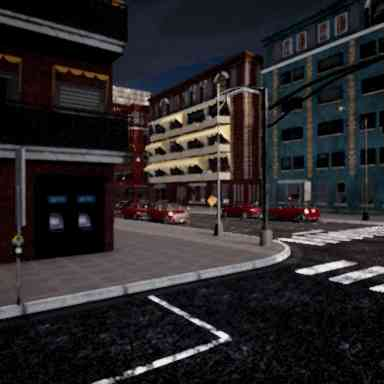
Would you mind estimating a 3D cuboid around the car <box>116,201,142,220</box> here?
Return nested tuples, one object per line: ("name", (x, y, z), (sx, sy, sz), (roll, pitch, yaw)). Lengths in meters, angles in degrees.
("car", (-5.065, 1.796, 30.386), (1.802, 1.307, 4.206), (-1, 0, -35))

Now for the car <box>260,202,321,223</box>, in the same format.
("car", (7.742, 1.466, 25.828), (1.967, 1.590, 4.097), (-1, 0, -35))

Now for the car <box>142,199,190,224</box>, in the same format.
("car", (-1.889, 1.586, 25.838), (1.967, 1.590, 4.097), (-1, 0, -35))

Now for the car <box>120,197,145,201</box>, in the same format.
("car", (-8.161, 1.682, 48.562), (2.192, 1.841, 5.009), (-1, 0, -35))

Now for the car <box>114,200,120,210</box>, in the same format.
("car", (-11.335, 1.912, 48.729), (1.837, 1.490, 4.892), (0, 0, -34))

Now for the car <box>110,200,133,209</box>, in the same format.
("car", (-11.335, 1.986, 53.109), (2.008, 1.369, 4.403), (-1, 0, -35))

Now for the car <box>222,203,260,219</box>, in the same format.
("car", (4.563, 1.676, 30.374), (1.802, 1.307, 4.206), (-1, 0, -35))

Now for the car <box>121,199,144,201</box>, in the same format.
("car", (-5.418, 1.753, 35.214), (1.837, 1.490, 4.892), (0, 0, -35))
